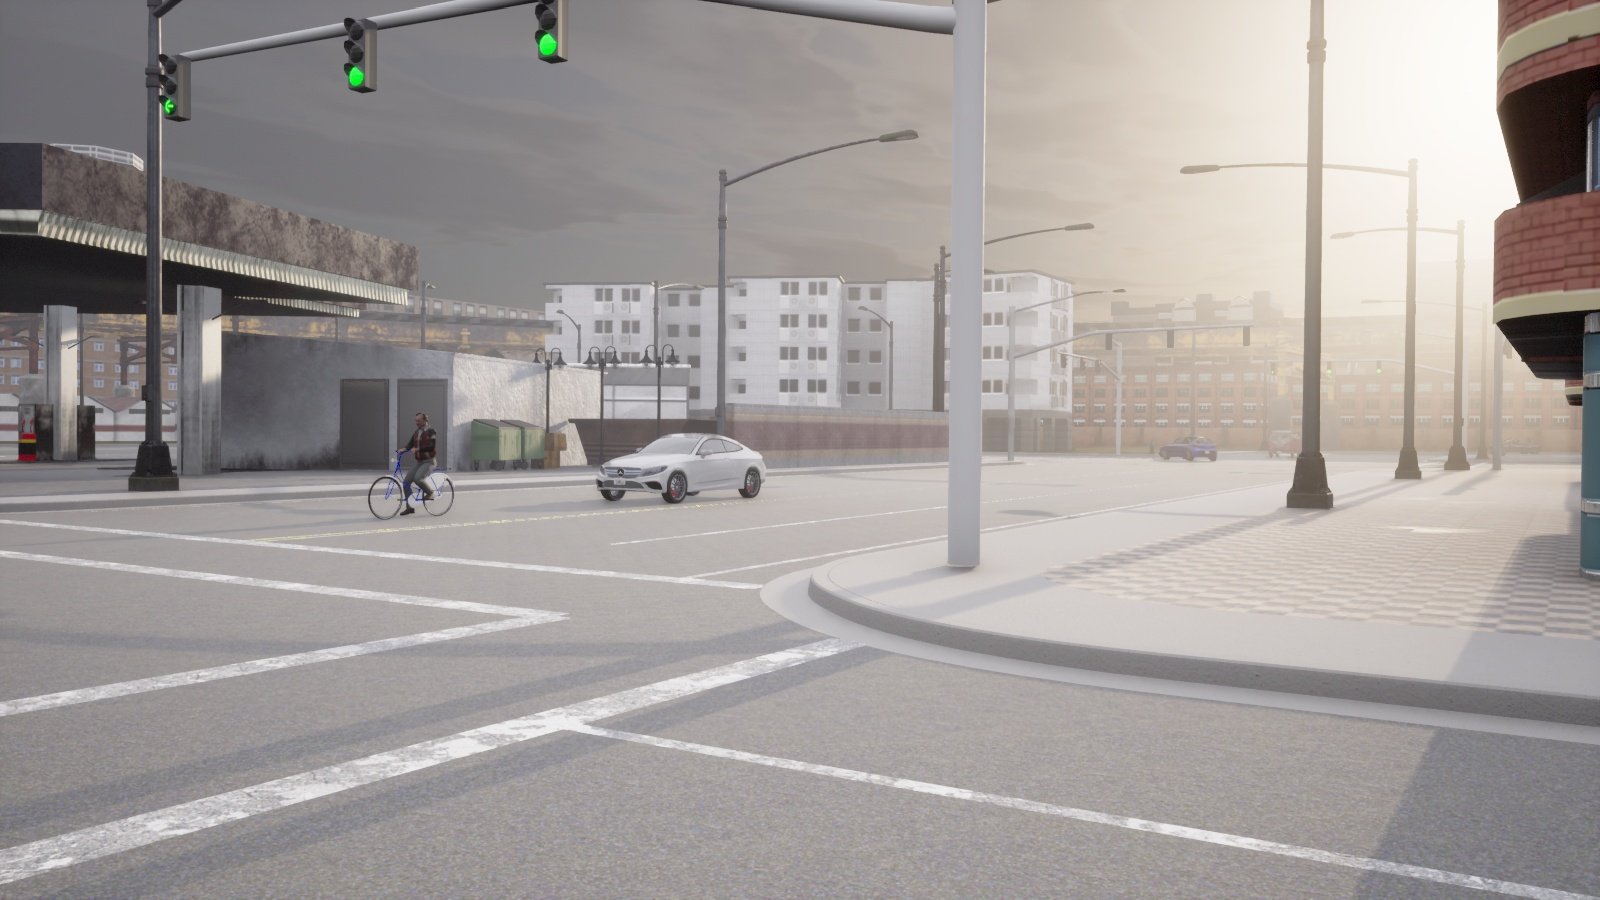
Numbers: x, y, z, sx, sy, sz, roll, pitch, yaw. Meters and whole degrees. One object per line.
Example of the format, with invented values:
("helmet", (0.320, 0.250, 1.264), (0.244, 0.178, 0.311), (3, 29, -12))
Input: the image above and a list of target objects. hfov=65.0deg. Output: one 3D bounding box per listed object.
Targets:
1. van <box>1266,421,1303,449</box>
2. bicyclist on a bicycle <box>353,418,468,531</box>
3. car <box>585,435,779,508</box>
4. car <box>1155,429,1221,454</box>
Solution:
("van", (35.150, -1.077, 91.048), (1.775, 1.987, 4.442), (0, 1, 31))
("bicyclist on a bicycle", (-6.427, 0.376, 20.823), (0.659, 1.776, 1.843), (0, 1, 31))
("car", (-2.468, 0.404, 27.508), (1.812, 1.442, 4.674), (0, 1, 31))
("car", (23.213, -0.515, 75.318), (1.816, 1.474, 4.193), (-1, 1, -15))
